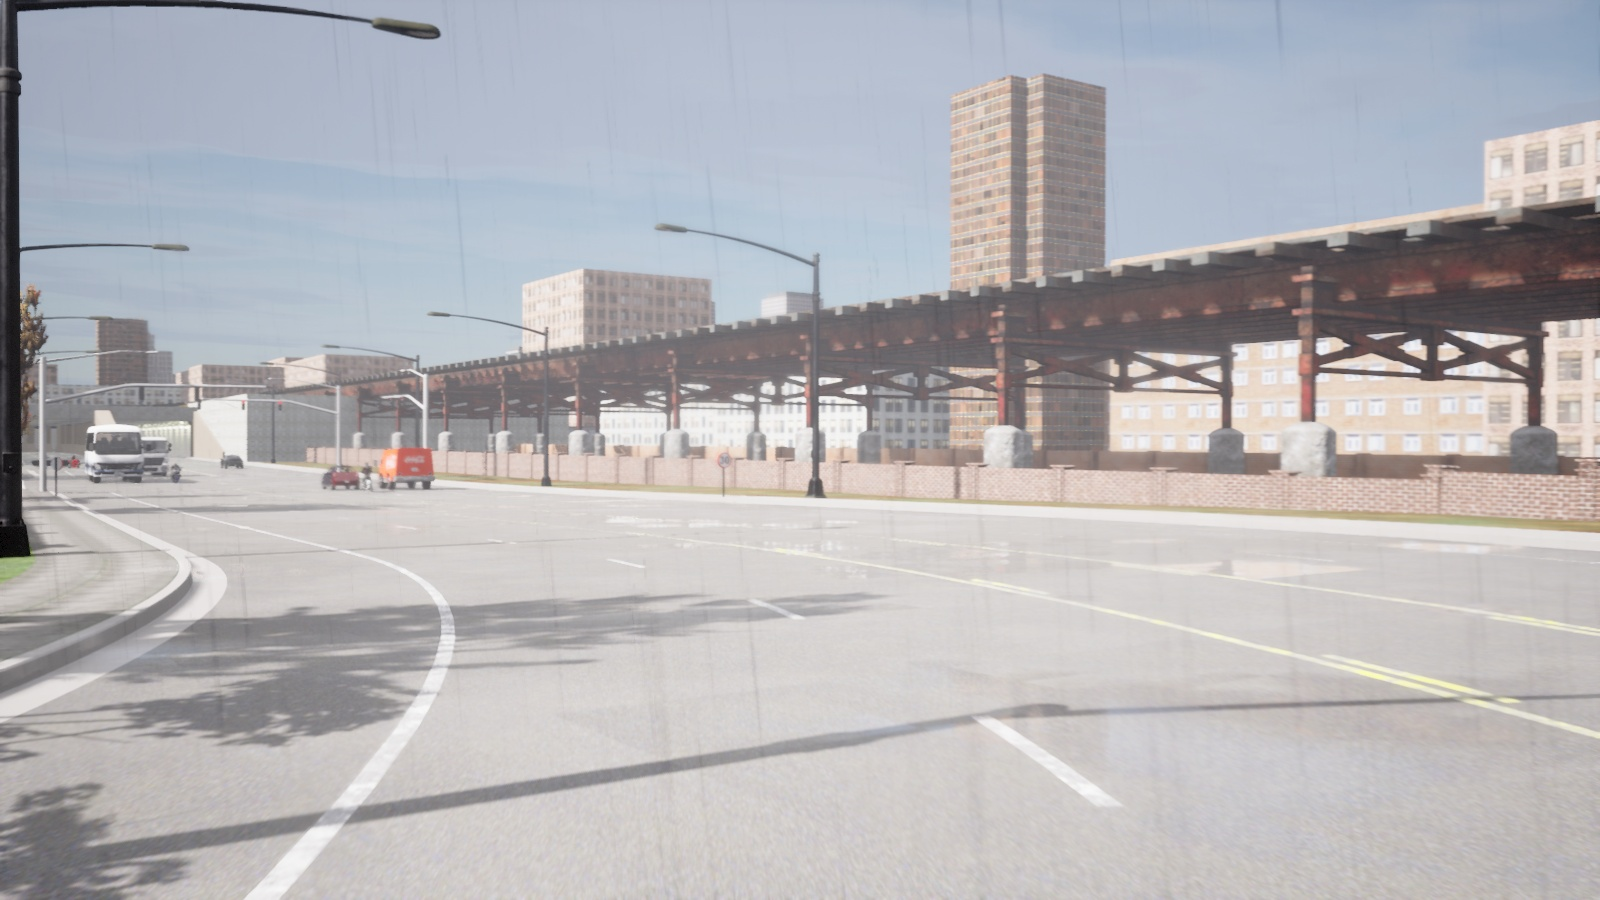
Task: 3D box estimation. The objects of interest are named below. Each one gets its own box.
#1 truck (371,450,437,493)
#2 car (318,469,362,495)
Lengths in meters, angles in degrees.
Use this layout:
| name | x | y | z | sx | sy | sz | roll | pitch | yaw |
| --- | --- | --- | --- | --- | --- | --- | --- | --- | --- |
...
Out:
| name | x | y | z | sx | sy | sz | roll | pitch | yaw |
| --- | --- | --- | --- | --- | --- | --- | --- | --- | --- |
| truck | -24.730 | 1.390 | 78.278 | 2.627 | 2.467 | 5.204 | -1 | -2 | -33 |
| car | -28.411 | 1.961 | 77.513 | 1.845 | 1.501 | 3.633 | -1 | 0 | -32 |
